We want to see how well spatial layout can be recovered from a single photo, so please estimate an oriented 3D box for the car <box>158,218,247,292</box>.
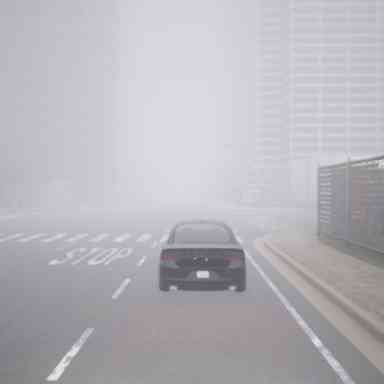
[{"bbox_3d":[0.243,1.430,8.862,1.882,1.535,5.008,0,0,1],"label":"car"}]
